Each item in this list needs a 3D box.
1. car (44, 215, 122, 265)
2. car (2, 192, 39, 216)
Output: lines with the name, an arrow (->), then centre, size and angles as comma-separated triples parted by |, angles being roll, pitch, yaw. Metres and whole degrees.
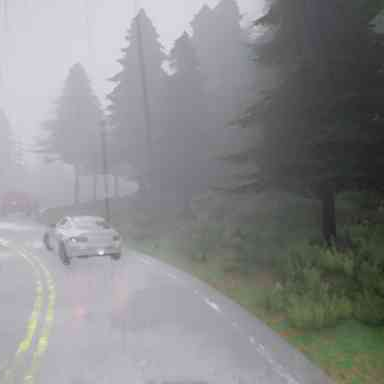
car -> -3.961, 1.557, 11.922 | 1.812, 1.442, 4.674 | 2, -1, -32
car -> -15.103, 1.009, 29.476 | 2.150, 2.045, 5.566 | 0, 1, -16
